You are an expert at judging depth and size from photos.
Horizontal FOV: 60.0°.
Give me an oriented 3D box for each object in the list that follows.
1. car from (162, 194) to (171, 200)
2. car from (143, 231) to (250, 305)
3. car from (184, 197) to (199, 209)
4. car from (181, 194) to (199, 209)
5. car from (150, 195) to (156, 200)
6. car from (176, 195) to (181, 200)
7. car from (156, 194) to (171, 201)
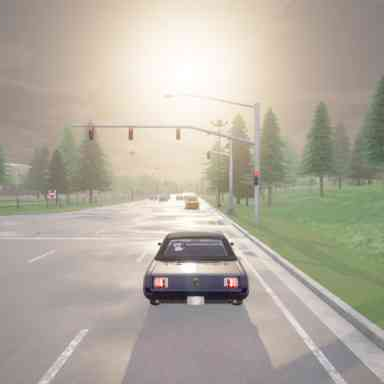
[{"bbox_3d":[-6.891,1.358,90.718,2.033,1.411,5.357,0,0,0],"label":"car"},{"bbox_3d":[0.088,1.600,8.002,1.895,1.301,4.718,0,0,0],"label":"car"},{"bbox_3d":[-0.048,1.569,49.670,2.033,1.411,5.357,0,1,2],"label":"car"},{"bbox_3d":[-0.100,1.092,46.118,1.882,1.535,5.008,-3,16,-4],"label":"car"},{"bbox_3d":[-10.391,1.525,91.136,2.033,1.411,5.357,0,0,0],"label":"car"},{"bbox_3d":[-3.391,1.538,91.127,1.994,1.385,4.181,0,0,0],"label":"car"},{"bbox_3d":[-6.904,1.519,80.298,2.033,1.411,5.357,0,0,0],"label":"car"}]
